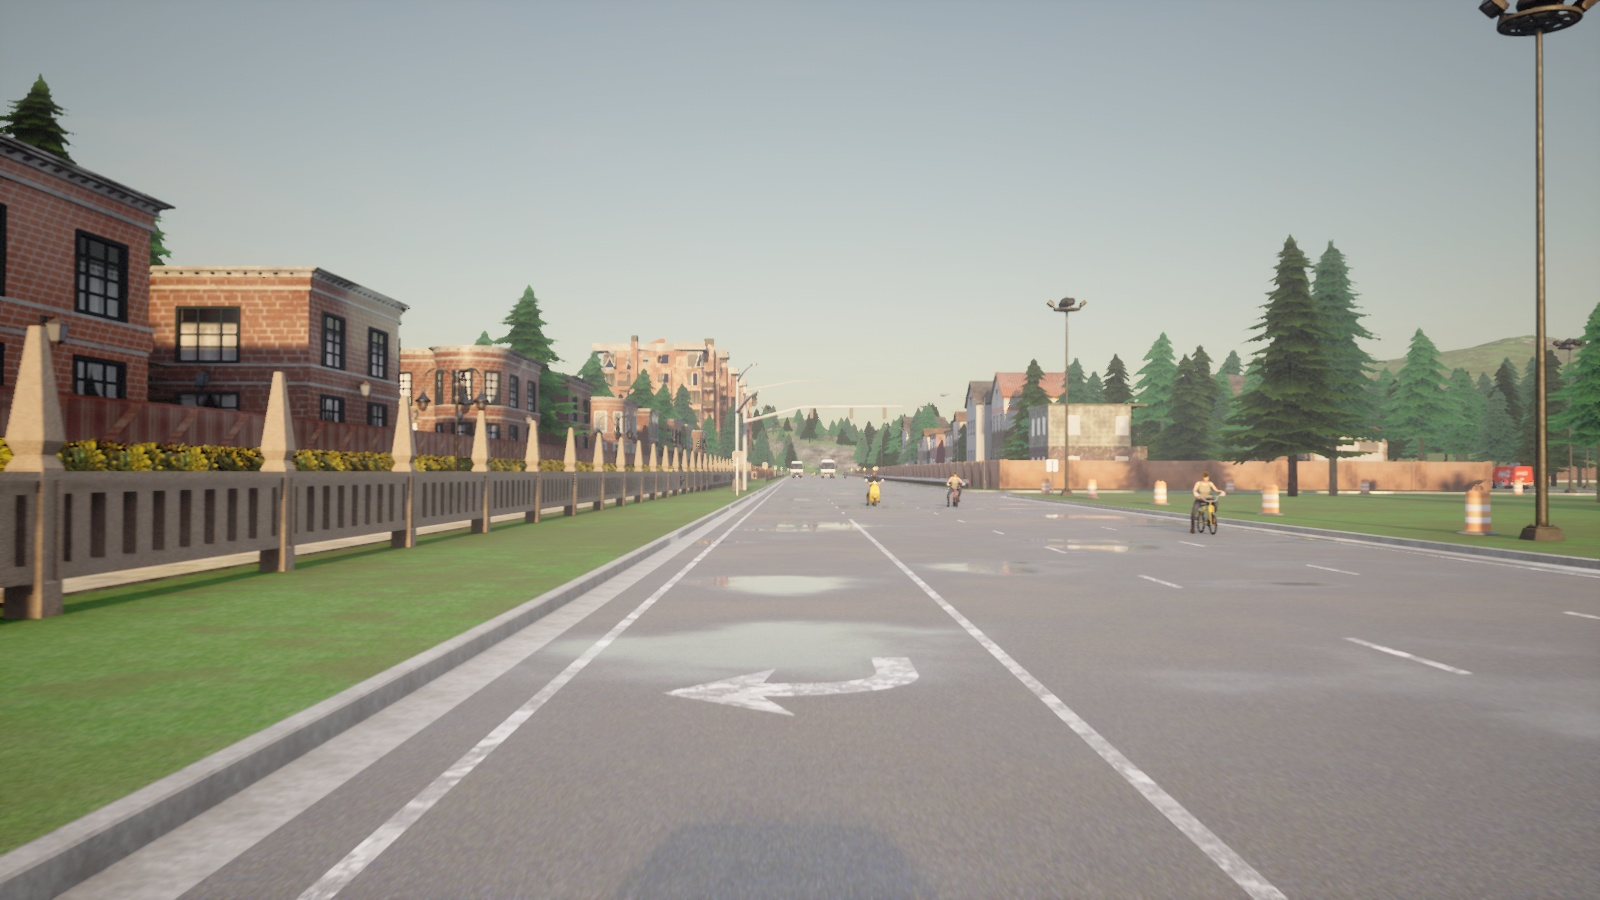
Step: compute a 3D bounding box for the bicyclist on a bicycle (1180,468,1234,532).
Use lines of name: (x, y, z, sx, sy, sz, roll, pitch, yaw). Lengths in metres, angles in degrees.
bicyclist on a bicycle: (10.427, 1.268, 32.230, 0.866, 1.612, 1.509, 0, -1, 0)

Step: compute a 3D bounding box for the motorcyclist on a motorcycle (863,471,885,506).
motorcyclist on a motorcycle: (3.371, 1.744, 57.131, 0.866, 1.590, 1.817, 0, -1, 0)
